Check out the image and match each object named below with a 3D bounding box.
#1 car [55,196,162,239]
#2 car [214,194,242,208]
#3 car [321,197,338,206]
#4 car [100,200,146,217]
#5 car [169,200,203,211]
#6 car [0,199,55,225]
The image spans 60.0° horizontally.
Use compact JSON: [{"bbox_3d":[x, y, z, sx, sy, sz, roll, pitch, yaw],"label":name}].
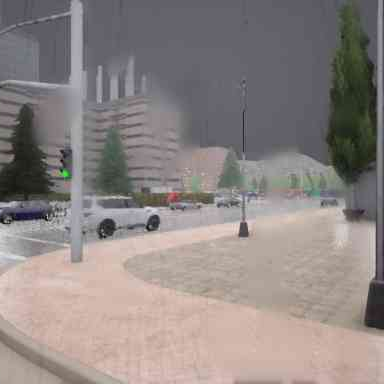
[{"bbox_3d":[-4.030,1.221,17.834,2.150,2.045,5.566,0,0,36],"label":"car"},{"bbox_3d":[5.470,1.505,49.020,1.837,1.490,4.892,0,0,37],"label":"car"},{"bbox_3d":[22.259,1.526,53.993,1.812,1.442,4.674,0,0,36],"label":"car"},{"bbox_3d":[-6.651,1.564,32.437,1.994,1.385,4.181,0,0,36],"label":"car"},{"bbox_3d":[-0.679,1.601,40.630,1.895,1.301,4.718,0,0,36],"label":"car"},{"bbox_3d":[-12.495,1.352,24.387,2.097,1.767,4.553,0,0,36],"label":"car"}]
